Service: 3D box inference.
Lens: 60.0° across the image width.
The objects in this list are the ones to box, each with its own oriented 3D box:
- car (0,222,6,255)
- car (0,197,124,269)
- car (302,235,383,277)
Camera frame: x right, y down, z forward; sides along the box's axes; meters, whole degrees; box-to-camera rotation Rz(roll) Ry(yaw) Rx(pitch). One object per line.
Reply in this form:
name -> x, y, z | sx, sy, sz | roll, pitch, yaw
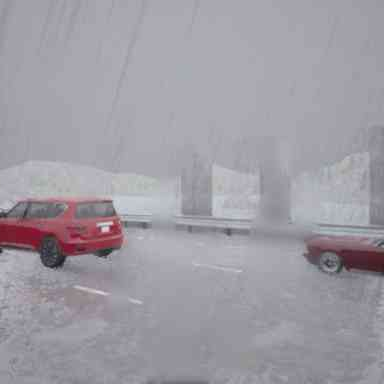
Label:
car -> -6.979, 1.502, 8.448 | 4.674, 1.442, 1.812 | 0, 0, 32
car -> -4.826, 1.189, 11.256 | 5.566, 2.045, 2.150 | 0, 0, 32
car -> 5.401, 1.575, 8.613 | 4.718, 1.301, 1.895 | 0, 0, 35
